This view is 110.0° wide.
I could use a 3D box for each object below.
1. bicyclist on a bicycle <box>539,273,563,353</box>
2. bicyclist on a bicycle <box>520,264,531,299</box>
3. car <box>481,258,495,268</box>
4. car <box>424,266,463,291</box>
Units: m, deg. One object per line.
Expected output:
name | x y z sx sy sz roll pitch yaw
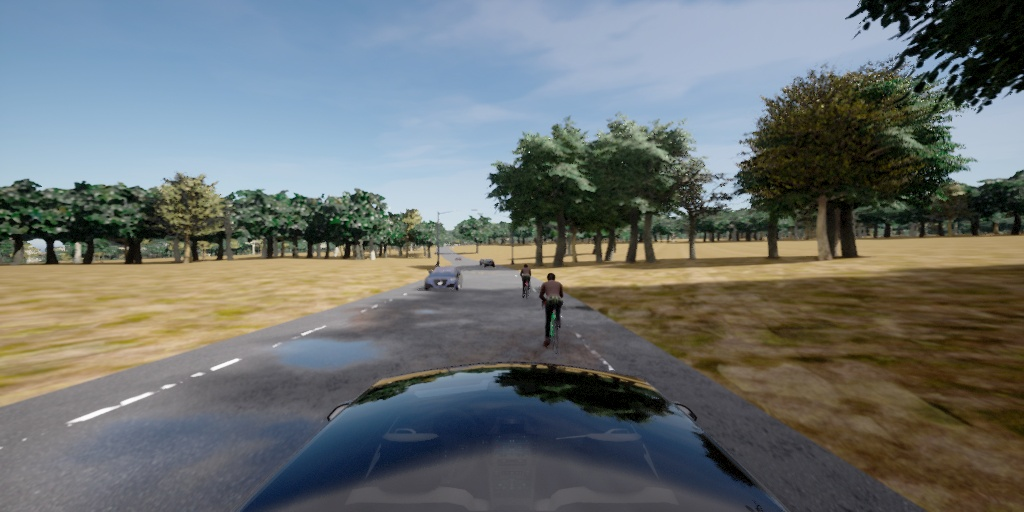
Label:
bicyclist on a bicycle | 0.884 1.204 7.914 0.582 1.620 1.656 0 0 -1
bicyclist on a bicycle | 0.664 1.214 16.975 0.582 1.620 1.656 0 0 -2
car | -4.118 1.291 64.553 1.837 1.490 4.892 0 0 -7
car | -4.105 1.338 22.053 1.994 1.385 4.181 0 0 -3
